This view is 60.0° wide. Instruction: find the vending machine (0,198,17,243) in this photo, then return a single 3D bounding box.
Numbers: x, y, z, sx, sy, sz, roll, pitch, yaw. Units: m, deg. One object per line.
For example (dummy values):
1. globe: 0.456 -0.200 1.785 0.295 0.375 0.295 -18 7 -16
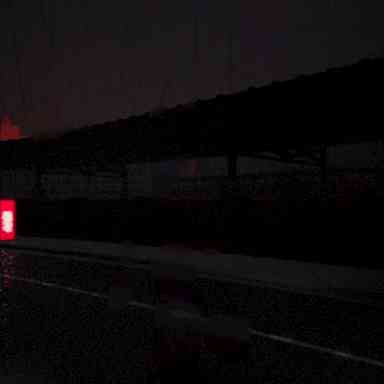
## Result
1. vending machine: -9.221 1.357 16.050 0.880 2.100 1.100 -1 -1 27
